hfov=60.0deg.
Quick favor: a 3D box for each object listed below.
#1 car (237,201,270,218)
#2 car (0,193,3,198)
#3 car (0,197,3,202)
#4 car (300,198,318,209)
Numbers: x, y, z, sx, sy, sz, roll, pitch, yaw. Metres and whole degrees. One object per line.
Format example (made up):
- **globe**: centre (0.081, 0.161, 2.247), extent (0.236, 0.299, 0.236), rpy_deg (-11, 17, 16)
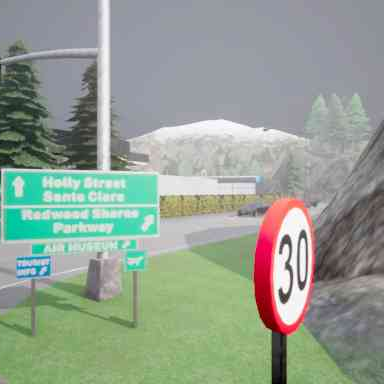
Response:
- **car**: centre (6.233, 1.696, 33.083), extent (1.837, 1.490, 4.892), rpy_deg (0, 0, 36)
- **car**: centre (-38.583, 1.488, 70.017), extent (4.514, 1.523, 2.007), rpy_deg (0, 0, 35)
- **car**: centre (-12.386, 1.504, 26.071), extent (1.905, 1.878, 3.866), rpy_deg (0, 0, 35)
- **car**: centre (16.102, 1.537, 46.496), extent (2.033, 1.411, 5.357), rpy_deg (0, 0, 36)
